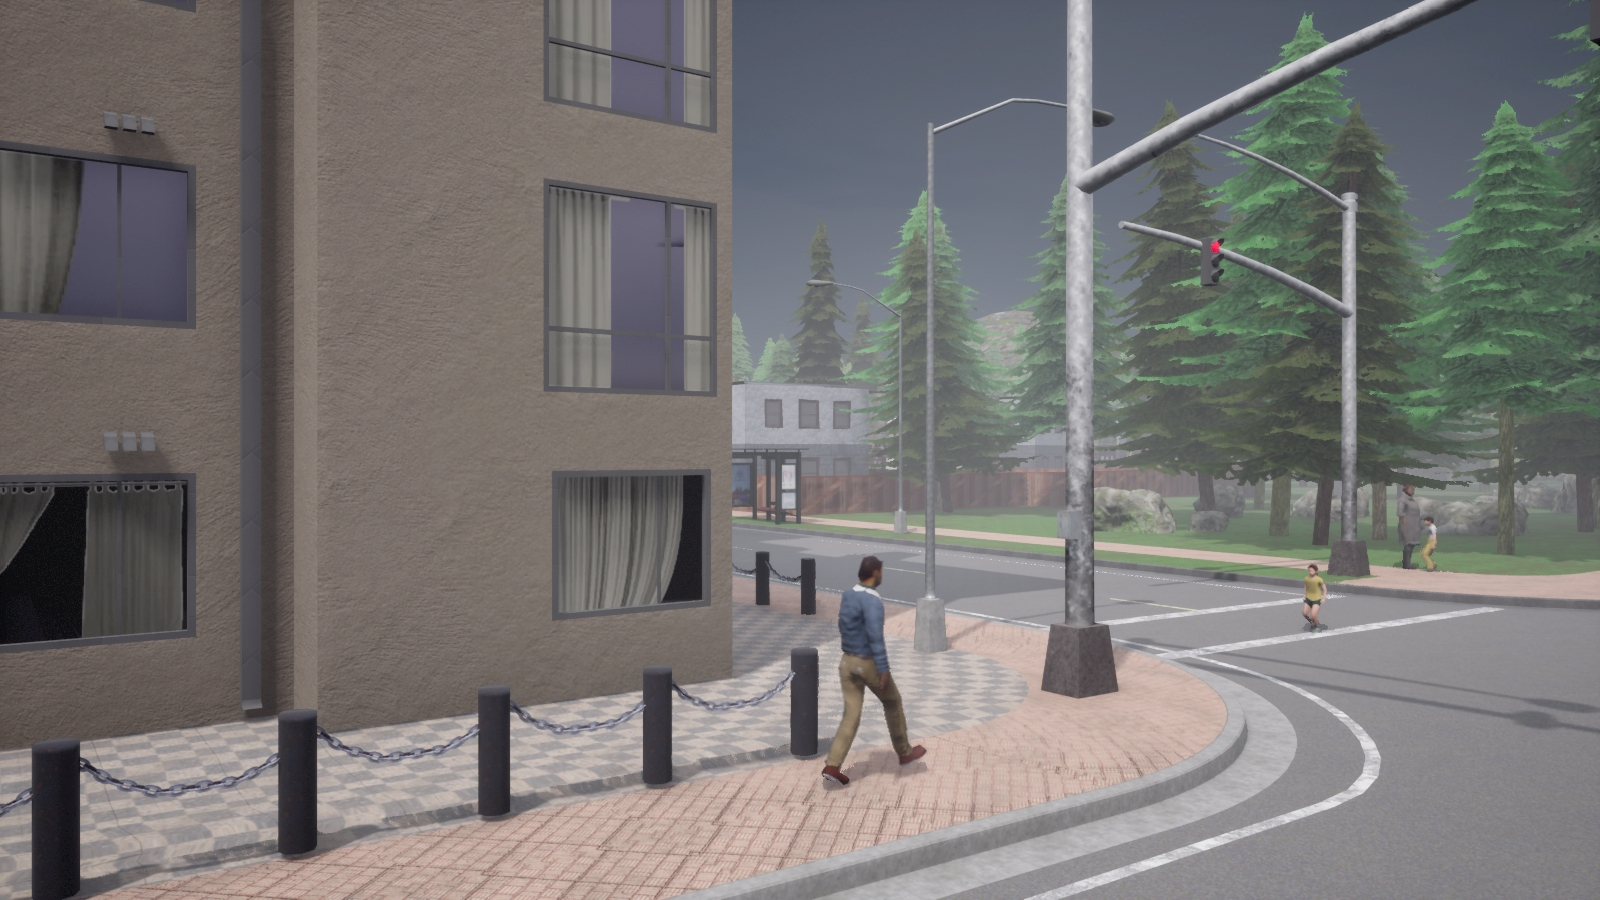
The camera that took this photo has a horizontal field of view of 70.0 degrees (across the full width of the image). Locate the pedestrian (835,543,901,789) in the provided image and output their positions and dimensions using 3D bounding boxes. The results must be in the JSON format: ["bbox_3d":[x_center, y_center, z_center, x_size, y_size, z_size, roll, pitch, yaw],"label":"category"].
[{"bbox_3d":[0.539,1.694,9.104,0.375,1.860,0.375,0,0,-34],"label":"pedestrian"}]

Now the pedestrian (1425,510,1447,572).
[{"bbox_3d":[13.664,1.956,24.558,0.375,1.300,0.375,0,0,25],"label":"pedestrian"}]

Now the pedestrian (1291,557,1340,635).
[{"bbox_3d":[7.863,2.209,17.428,0.500,1.100,0.500,0,0,-36],"label":"pedestrian"}]

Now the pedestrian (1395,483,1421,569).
[{"bbox_3d":[13.415,1.676,25.207,0.375,1.860,0.375,0,0,-33],"label":"pedestrian"}]
